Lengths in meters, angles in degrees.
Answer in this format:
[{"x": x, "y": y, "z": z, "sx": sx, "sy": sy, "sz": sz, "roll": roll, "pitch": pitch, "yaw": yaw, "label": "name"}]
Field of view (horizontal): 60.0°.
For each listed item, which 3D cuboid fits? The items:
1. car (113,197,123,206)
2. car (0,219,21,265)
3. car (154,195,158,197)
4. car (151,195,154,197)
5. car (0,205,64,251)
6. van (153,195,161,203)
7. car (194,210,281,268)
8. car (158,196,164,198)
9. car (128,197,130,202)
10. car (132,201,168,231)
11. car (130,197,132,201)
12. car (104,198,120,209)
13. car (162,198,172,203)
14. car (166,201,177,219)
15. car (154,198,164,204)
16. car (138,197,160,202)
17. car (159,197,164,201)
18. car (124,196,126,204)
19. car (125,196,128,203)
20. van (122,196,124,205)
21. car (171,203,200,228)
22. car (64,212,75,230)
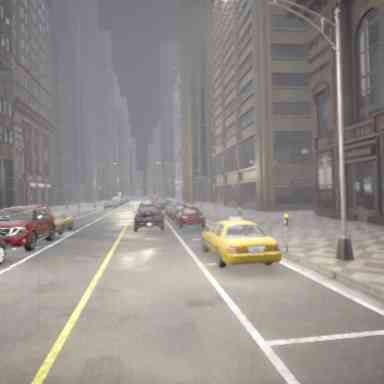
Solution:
[{"x": -14.113, "y": 2.105, "z": 59.868, "sx": 1.947, "sy": 1.339, "sz": 4.313, "roll": -2, "pitch": 0, "yaw": -8, "label": "car"}, {"x": -7.015, "y": 1.775, "z": 9.804, "sx": 2.008, "sy": 1.369, "sz": 4.403, "roll": -2, "pitch": 0, "yaw": -8, "label": "car"}, {"x": -4.893, "y": 1.697, "z": 55.519, "sx": 1.967, "sy": 1.590, "sz": 4.097, "roll": -2, "pitch": 0, "yaw": -8, "label": "car"}, {"x": -6.475, "y": 1.645, "z": 66.645, "sx": 2.192, "sy": 1.841, "sz": 5.009, "roll": -2, "pitch": 0, "yaw": -8, "label": "car"}, {"x": -7.810, "y": 1.572, "z": 15.368, "sx": 2.192, "sy": 1.841, "sz": 5.009, "roll": -2, "pitch": 0, "yaw": -8, "label": "car"}, {"x": -8.840, "y": 1.781, "z": 83.335, "sx": 1.690, "sy": 1.788, "sz": 3.998, "roll": -2, "pitch": 0, "yaw": -8, "label": "van"}, {"x": 1.396, "y": 1.504, "z": 11.183, "sx": 1.752, "sy": 1.417, "sz": 4.829, "roll": -2, "pitch": 0, "yaw": -8, "label": "car"}, {"x": -4.102, "y": 1.765, "z": 49.956, "sx": 1.887, "sy": 1.381, "sz": 4.507, "roll": -2, "pitch": 0, "yaw": -8, "label": "car"}, {"x": -18.056, "y": 2.305, "z": 87.681, "sx": 1.802, "sy": 1.307, "sz": 4.206, "roll": -2, "pitch": 0, "yaw": -8, "label": "car"}, {"x": -2.806, "y": 1.628, "z": 21.716, "sx": 1.837, "sy": 1.490, "sz": 4.892, "roll": -2, "pitch": 0, "yaw": -8, "label": "car"}, {"x": -18.853, "y": 2.076, "z": 93.244, "sx": 2.192, "sy": 1.841, "sz": 5.009, "roll": -2, "pitch": 0, "yaw": -8, "label": "car"}, {"x": -13.324, "y": 2.085, "z": 54.305, "sx": 1.802, "sy": 1.307, "sz": 4.206, "roll": -2, "pitch": 0, "yaw": -8, "label": "car"}, {"x": -1.760, "y": 1.639, "z": 33.435, "sx": 1.752, "sy": 1.417, "sz": 4.829, "roll": -2, "pitch": 0, "yaw": -8, "label": "car"}, {"x": -0.945, "y": 1.660, "z": 27.703, "sx": 1.802, "sy": 1.307, "sz": 4.206, "roll": -2, "pitch": 0, "yaw": -8, "label": "car"}, {"x": -7.256, "y": 1.932, "z": 72.208, "sx": 1.947, "sy": 1.339, "sz": 4.313, "roll": -2, "pitch": 0, "yaw": -8, "label": "car"}, {"x": -5.240, "y": 1.720, "z": 38.912, "sx": 2.128, "sy": 1.511, "sz": 4.902, "roll": -2, "pitch": 0, "yaw": -8, "label": "car"}, {"x": -3.312, "y": 1.750, "z": 44.393, "sx": 1.947, "sy": 1.339, "sz": 4.313, "roll": -2, "pitch": 0, "yaw": -8, "label": "car"}, {"x": -15.691, "y": 2.157, "z": 70.993, "sx": 1.887, "sy": 1.381, "sz": 4.507, "roll": -2, "pitch": 0, "yaw": -8, "label": "car"}, {"x": -16.479, "y": 2.215, "z": 76.556, "sx": 1.947, "sy": 1.339, "sz": 4.313, "roll": -2, "pitch": 0, "yaw": -8, "label": "car"}, {"x": -14.909, "y": 1.917, "z": 65.431, "sx": 1.690, "sy": 1.788, "sz": 3.998, "roll": -2, "pitch": 0, "yaw": -8, "label": "van"}, {"x": -0.156, "y": 1.626, "z": 22.141, "sx": 1.802, "sy": 1.307, "sz": 4.206, "roll": -2, "pitch": 0, "yaw": -8, "label": "car"}, {"x": -8.569, "y": 1.815, "z": 20.762, "sx": 1.752, "sy": 1.417, "sz": 4.829, "roll": -2, "pitch": 0, "yaw": -8, "label": "car"}]
